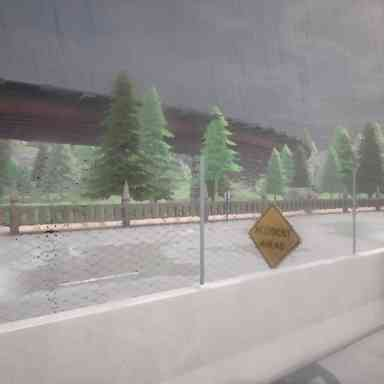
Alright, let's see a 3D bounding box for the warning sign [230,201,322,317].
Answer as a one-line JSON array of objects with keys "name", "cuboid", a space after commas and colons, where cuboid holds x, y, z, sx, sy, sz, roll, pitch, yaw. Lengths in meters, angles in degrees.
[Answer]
[{"name": "warning sign", "cuboid": [1.546, 1.114, 6.262, 1.060, 1.860, 1.300, 0, 0, -35]}]
